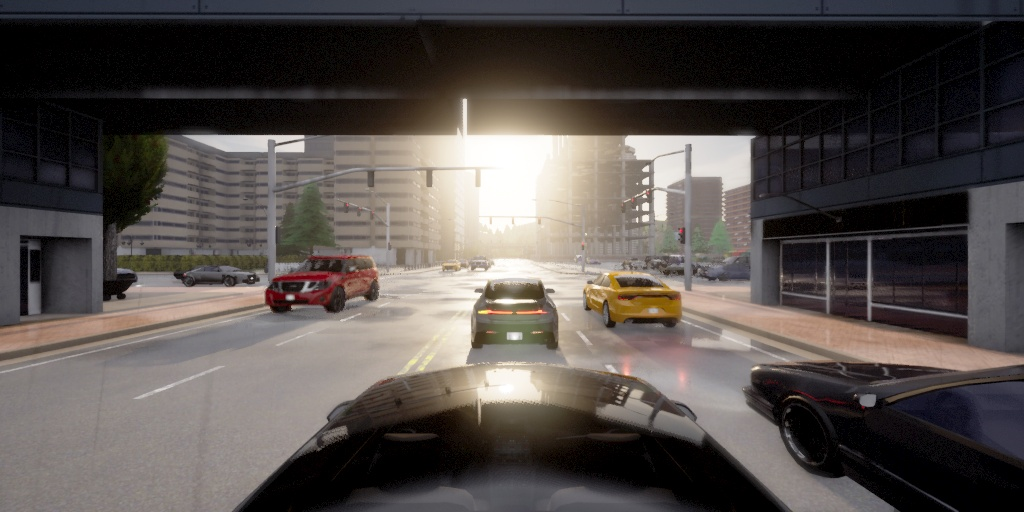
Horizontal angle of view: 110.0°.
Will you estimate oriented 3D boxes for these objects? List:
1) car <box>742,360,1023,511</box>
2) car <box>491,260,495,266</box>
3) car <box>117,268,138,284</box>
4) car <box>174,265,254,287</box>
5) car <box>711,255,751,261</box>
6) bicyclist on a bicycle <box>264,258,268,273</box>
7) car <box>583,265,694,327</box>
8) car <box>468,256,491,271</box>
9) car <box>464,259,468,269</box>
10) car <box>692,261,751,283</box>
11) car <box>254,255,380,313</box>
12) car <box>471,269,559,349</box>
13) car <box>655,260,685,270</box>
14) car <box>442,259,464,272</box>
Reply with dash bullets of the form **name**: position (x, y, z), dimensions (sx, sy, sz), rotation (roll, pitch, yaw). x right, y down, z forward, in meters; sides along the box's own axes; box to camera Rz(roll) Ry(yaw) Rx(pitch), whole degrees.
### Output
- **car**: position (3.600, 1.297, 1.687), dimensions (2.033, 1.411, 5.357), rotation (0, 0, 0)
- **car**: position (-4.551, 1.242, 60.647), dimensions (2.128, 1.511, 4.902), rotation (0, 0, 0)
- **car**: position (-27.983, 1.102, 23.919), dimensions (4.553, 1.767, 2.097), rotation (0, 0, 0)
- **car**: position (-19.376, 1.314, 23.959), dimensions (4.181, 1.385, 1.994), rotation (0, 0, 0)
- **car**: position (19.904, 0.971, 31.375), dimensions (5.566, 2.045, 2.150), rotation (0, 0, 1)
- **bicyclist on a bicycle**: position (-25.995, 1.051, 38.409), dimensions (0.582, 1.620, 1.656), rotation (0, 0, 0)
- **car**: position (3.578, 1.228, 11.513), dimensions (1.882, 1.535, 5.008), rotation (0, 0, 0)
- **car**: position (-4.506, 0.971, 50.558), dimensions (2.150, 2.045, 5.566), rotation (0, 0, 0)
- **car**: position (-8.041, 1.228, 57.258), dimensions (1.882, 1.535, 5.008), rotation (0, 0, 0)
- **car**: position (17.191, 1.297, 27.663), dimensions (5.357, 1.411, 2.033), rotation (0, 0, 0)
- **car**: position (-7.110, 0.971, 14.250), dimensions (2.150, 2.045, 5.566), rotation (0, 0, 0)
- **car**: position (0.066, 1.255, 9.143), dimensions (1.837, 1.490, 4.892), rotation (0, 0, 0)
- **car**: position (16.892, 1.351, 34.914), dimensions (4.718, 1.301, 1.895), rotation (0, 0, 0)
- **car**: position (-7.990, 1.228, 47.676), dimensions (1.882, 1.535, 5.008), rotation (0, 0, 0)
